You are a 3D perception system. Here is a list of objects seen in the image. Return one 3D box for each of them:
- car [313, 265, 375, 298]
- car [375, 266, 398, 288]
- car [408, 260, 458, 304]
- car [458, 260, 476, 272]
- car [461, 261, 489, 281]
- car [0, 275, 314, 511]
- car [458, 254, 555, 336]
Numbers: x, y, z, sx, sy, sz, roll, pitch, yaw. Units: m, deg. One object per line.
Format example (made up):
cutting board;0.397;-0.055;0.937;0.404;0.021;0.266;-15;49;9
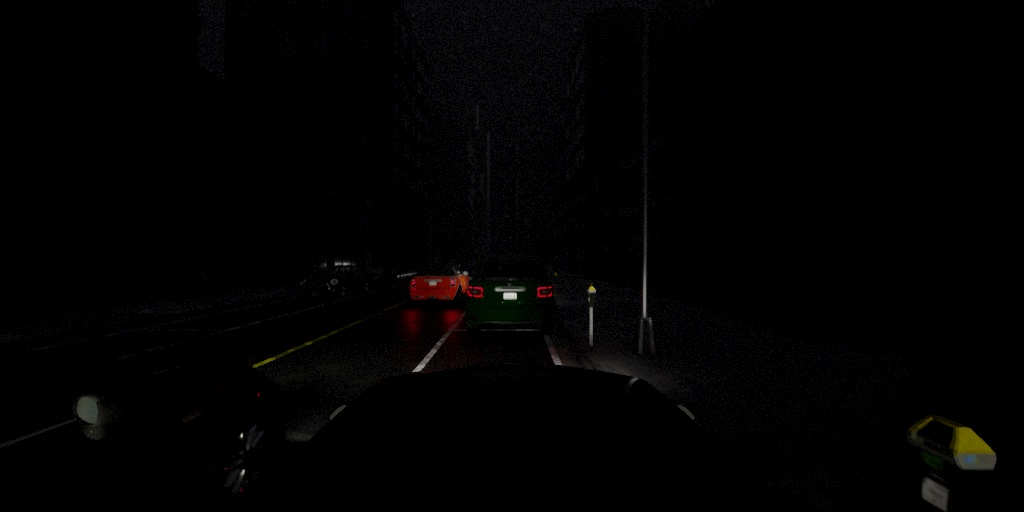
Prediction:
car;-8.815;1.184;18.031;1.967;1.591;4.097;0;0;0
car;-8.815;1.324;23.617;1.802;1.307;4.207;0;0;0
car;-3.146;1.113;16.385;2.097;1.767;4.553;0;0;0
car;-6.146;1.285;49.417;1.837;1.490;4.892;0;0;0
car;-3.145;1.224;31.415;1.882;1.535;5.008;0;0;0
car;-3.145;1.101;1.470;2.097;1.767;4.553;0;0;0
car;-0.039;0.968;10.531;2.150;2.045;5.566;0;0;0
